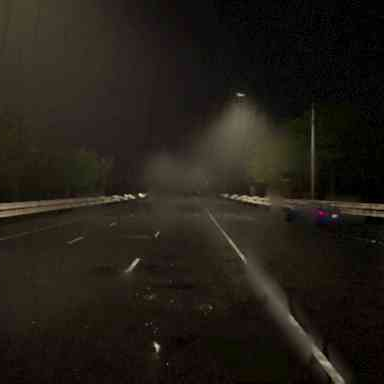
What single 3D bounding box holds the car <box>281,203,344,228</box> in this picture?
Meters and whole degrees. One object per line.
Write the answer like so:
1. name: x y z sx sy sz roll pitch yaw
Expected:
1. car: 7.808 1.444 21.984 2.163 1.488 4.792 0 0 -17
